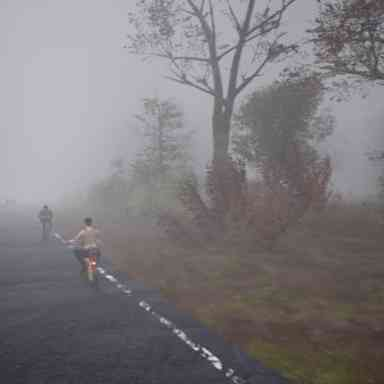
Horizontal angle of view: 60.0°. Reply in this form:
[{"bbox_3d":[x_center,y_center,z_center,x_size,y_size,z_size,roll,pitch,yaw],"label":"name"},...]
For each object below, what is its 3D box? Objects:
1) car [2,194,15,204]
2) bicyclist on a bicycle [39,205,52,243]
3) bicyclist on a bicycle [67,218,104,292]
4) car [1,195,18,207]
[{"bbox_3d":[-35.770,1.367,64.618,2.097,1.767,4.553,-2,1,-30],"label":"car"},{"bbox_3d":[-6.445,1.413,14.729,0.582,1.620,1.656,-2,0,-30],"label":"bicyclist on a bicycle"},{"bbox_3d":[-2.407,1.389,7.698,0.866,1.612,1.509,-2,1,-30],"label":"bicyclist on a bicycle"},{"bbox_3d":[-27.469,1.525,50.229,1.812,1.442,4.674,-2,1,-30],"label":"car"}]
